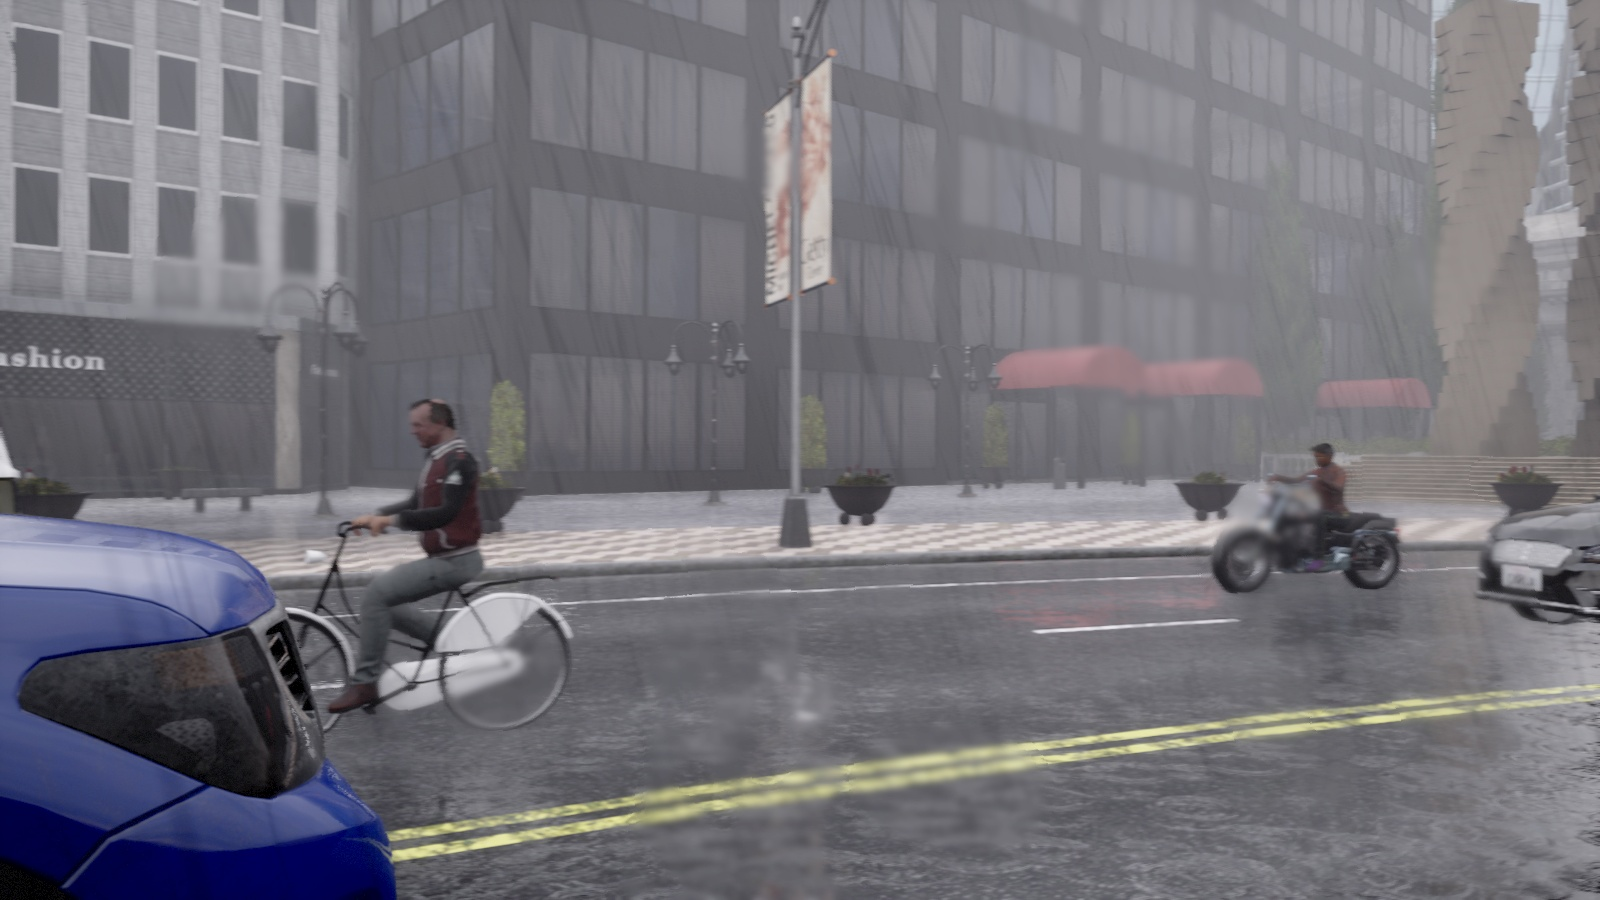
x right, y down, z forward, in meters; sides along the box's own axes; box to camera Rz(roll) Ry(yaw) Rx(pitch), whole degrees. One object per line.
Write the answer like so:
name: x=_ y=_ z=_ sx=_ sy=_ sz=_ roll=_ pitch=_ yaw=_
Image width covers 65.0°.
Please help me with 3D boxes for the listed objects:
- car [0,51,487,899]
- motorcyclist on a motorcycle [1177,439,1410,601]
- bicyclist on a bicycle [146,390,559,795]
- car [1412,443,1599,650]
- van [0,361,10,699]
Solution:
car: x=-3.402 y=0.470 z=1.328 sx=5.566 sy=2.045 sz=2.150 roll=0 pitch=0 yaw=-38
motorcyclist on a motorcycle: x=5.288 y=0.707 z=13.454 sx=2.350 sy=1.649 sz=0.766 roll=0 pitch=0 yaw=-17
bicyclist on a bicycle: x=-2.199 y=0.628 z=6.254 sx=1.843 sy=1.776 sz=0.659 roll=0 pitch=0 yaw=-30
car: x=8.032 y=0.705 z=10.602 sx=4.902 sy=1.511 sz=2.128 roll=0 pitch=0 yaw=-13
van: x=-7.214 y=0.489 z=7.197 sx=4.480 sy=2.038 sz=2.069 roll=0 pitch=0 yaw=-34
